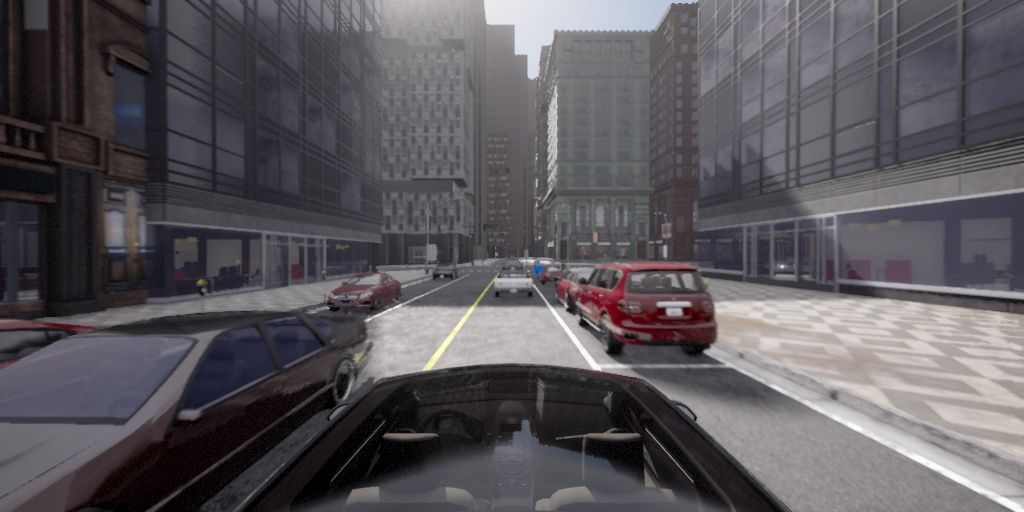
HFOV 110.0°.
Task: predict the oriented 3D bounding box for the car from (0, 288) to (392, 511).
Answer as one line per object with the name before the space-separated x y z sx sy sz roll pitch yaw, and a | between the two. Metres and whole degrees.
car | -3.098 1.298 3.412 2.033 1.411 5.357 0 0 0

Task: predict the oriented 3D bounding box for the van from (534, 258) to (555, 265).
van | 2.836 1.066 31.280 1.690 1.789 3.998 0 0 0

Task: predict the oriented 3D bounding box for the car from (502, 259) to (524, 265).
car | 0.070 1.073 34.714 2.097 1.767 4.553 0 0 0

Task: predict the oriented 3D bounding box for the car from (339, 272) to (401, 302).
car | -5.676 1.329 14.325 1.802 1.307 4.207 0 0 0

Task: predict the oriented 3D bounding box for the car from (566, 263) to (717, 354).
car | 2.853 1.061 8.684 2.192 1.841 5.009 0 0 0

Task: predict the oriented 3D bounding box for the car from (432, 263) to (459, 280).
car | -5.689 1.294 31.273 1.948 1.339 4.313 0 0 0

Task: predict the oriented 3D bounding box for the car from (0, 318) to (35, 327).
car | -5.668 1.297 3.026 1.888 1.381 4.507 0 0 0

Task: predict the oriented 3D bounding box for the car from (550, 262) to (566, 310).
car | 2.848 1.183 14.333 1.967 1.591 4.097 0 0 0

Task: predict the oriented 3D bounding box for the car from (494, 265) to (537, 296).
car | 0.082 1.342 18.944 1.895 1.301 4.718 0 0 0

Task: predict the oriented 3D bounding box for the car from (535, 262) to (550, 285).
car | 2.840 1.315 25.631 1.802 1.307 4.207 0 0 0
